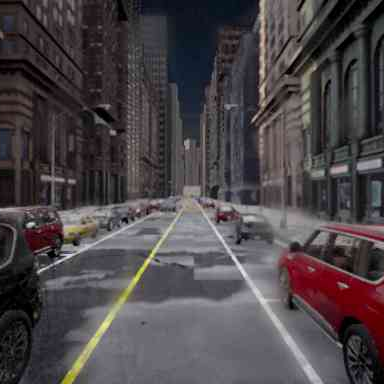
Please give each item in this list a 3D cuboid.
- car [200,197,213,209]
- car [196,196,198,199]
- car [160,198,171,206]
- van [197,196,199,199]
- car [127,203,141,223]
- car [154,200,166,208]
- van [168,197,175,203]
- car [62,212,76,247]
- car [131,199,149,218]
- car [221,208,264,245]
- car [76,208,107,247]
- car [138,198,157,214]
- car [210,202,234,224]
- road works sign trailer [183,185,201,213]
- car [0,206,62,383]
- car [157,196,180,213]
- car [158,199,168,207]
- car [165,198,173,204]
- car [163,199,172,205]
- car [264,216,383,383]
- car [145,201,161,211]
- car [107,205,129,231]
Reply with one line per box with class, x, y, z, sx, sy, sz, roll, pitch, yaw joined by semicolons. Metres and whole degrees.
car;2.774;1.955;55.403;1.967;1.590;4.097;0;-1;0
car;2.779;2.430;94.617;1.887;1.381;4.507;0;-1;0
car;-5.749;2.115;72.202;1.967;1.590;4.097;0;-1;0
van;2.778;2.120;83.414;1.690;1.788;3.998;0;-1;0
car;-5.756;1.821;27.389;1.947;1.339;4.313;0;-1;0
car;-5.751;2.151;60.998;1.802;1.307;4.206;0;-1;0
van;-5.745;2.227;94.610;1.690;1.788;3.998;0;-1;0
car;-5.758;1.415;10.586;2.192;1.841;5.009;0;-1;0
car;-5.755;1.747;32.992;1.967;1.590;4.097;0;-1;0
car;2.768;1.701;16.189;2.008;1.369;4.403;0;-1;0
car;-5.758;1.675;16.017;1.752;1.417;4.829;0;-1;0
car;-5.753;1.674;38.594;2.192;1.841;5.009;0;-1;0
car;2.769;1.799;27.393;1.887;1.381;4.507;0;-1;0
road works sign trailer;0.006;0.874;44.094;2.380;3.560;2.880;0;-1;0
car;-3.099;1.244;2.298;2.150;2.045;5.566;0;-1;0
car;-3.083;1.756;43.633;2.097;1.767;4.553;0;0;0
car;-5.750;2.145;66.430;1.752;1.417;4.829;0;-1;0
car;-5.748;2.325;83.405;1.887;1.381;4.507;0;-1;0
car;-5.748;2.272;77.803;1.887;1.381;4.507;0;-1;0
car;2.767;1.362;4.987;2.192;1.841;5.009;0;-1;0
car;-5.753;2.008;49.795;1.887;1.381;4.507;0;-1;0
car;-5.757;1.754;21.787;2.008;1.369;4.403;0;-1;0
